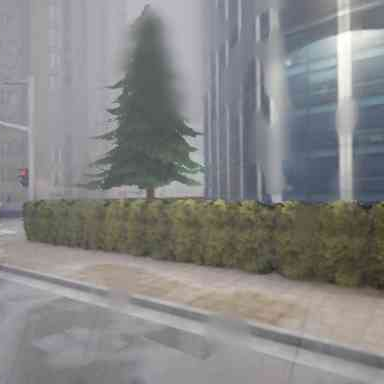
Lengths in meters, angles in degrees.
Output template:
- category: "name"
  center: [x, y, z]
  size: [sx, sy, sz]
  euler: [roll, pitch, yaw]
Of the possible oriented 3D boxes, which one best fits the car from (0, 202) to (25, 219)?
- category: "car"
  center: [-17.529, 1.723, 31.180]
  size: [2.097, 1.767, 4.553]
  euler: [-1, 0, 36]
